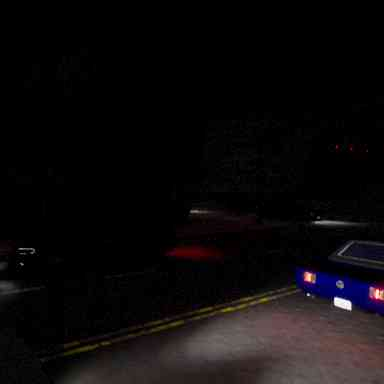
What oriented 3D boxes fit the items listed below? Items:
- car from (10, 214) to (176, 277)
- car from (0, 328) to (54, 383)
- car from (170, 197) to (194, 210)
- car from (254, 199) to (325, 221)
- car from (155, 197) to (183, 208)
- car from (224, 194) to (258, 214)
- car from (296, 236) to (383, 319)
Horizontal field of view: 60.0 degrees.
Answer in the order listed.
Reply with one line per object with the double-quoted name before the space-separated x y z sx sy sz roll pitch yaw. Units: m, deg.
"car" -2.878 1.476 10.448 5.008 1.535 1.882 0 0 -35
"car" -3.115 1.602 1.530 4.718 1.301 1.895 0 0 -35
"car" -1.627 1.553 40.487 1.994 1.385 4.181 0 0 -36
"car" 7.972 1.536 27.139 2.033 1.411 5.357 0 0 -36
"car" -3.427 1.493 49.027 1.837 1.490 4.892 0 0 -36
"car" 5.822 1.208 36.098 2.150 2.045 5.566 0 0 -36
"car" 4.368 1.597 6.885 4.718 1.301 1.895 0 0 -35
